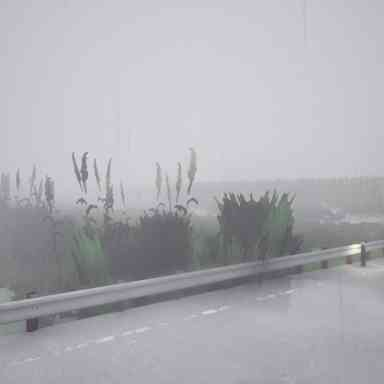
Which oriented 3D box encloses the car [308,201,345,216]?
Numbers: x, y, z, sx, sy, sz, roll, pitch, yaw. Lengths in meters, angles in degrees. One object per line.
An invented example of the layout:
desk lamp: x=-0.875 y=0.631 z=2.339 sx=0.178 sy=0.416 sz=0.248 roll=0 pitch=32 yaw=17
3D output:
car: x=10.859 y=1.572 z=29.002 sx=2.097 sy=1.767 sz=4.553 roll=-1 pitch=1 yaw=-43
